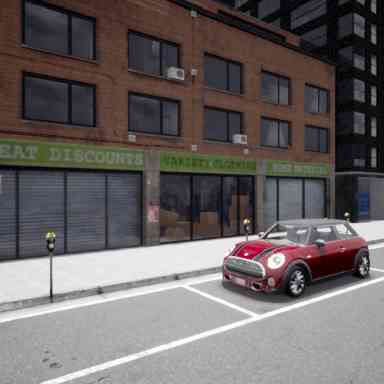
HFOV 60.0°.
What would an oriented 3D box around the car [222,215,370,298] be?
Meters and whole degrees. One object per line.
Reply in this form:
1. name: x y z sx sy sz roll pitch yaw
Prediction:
1. car: 2.684 1.440 8.444 4.097 1.590 1.967 0 0 -35
